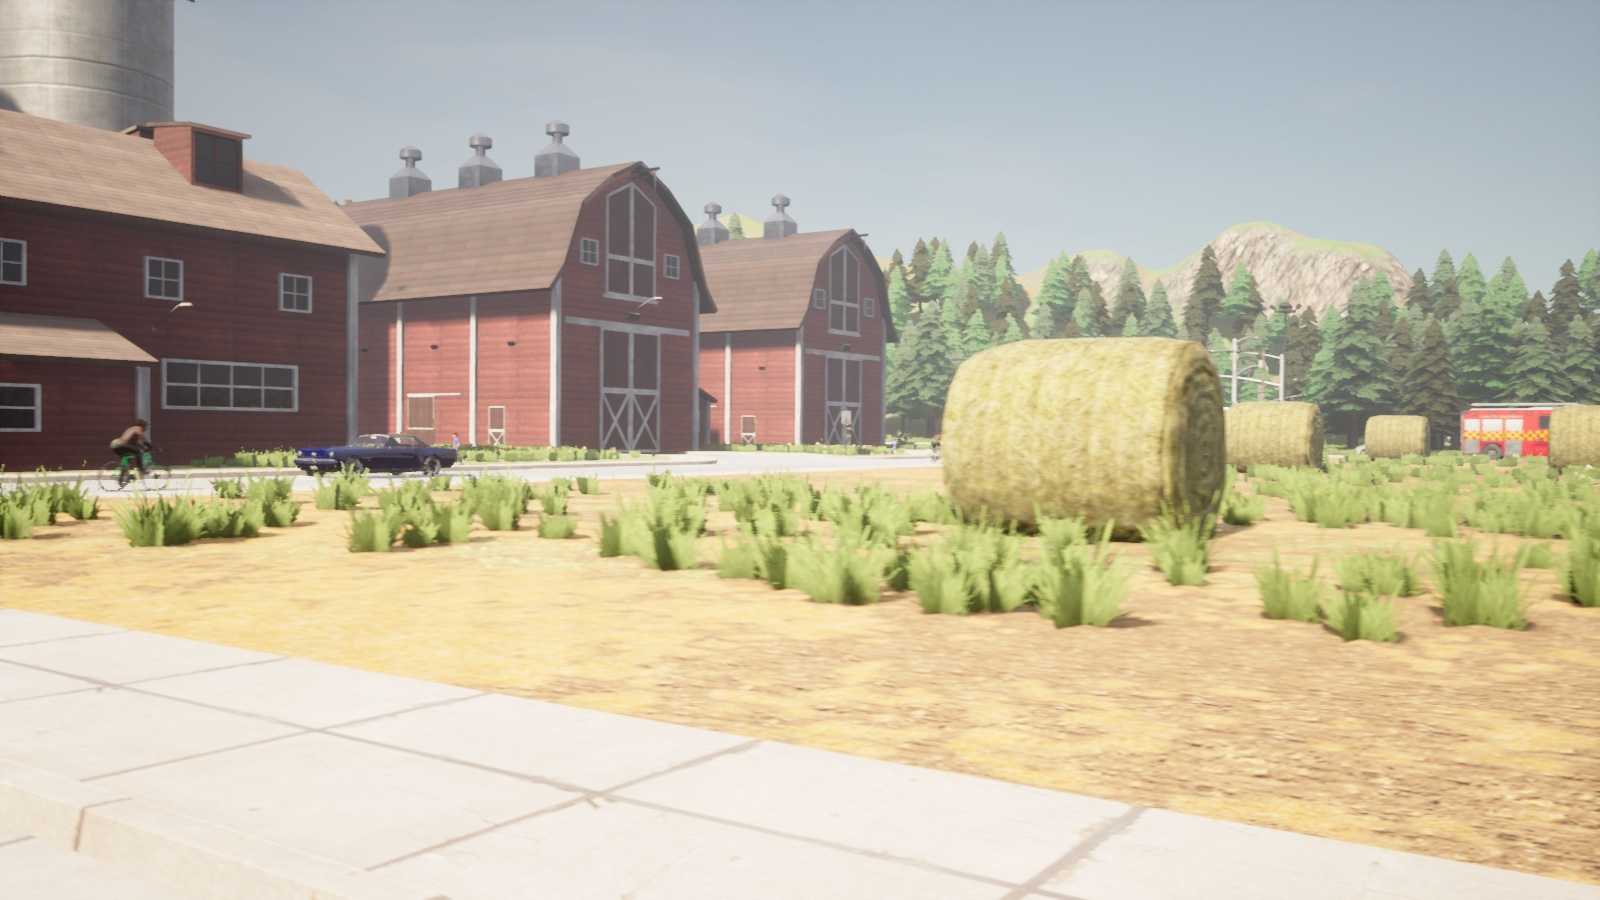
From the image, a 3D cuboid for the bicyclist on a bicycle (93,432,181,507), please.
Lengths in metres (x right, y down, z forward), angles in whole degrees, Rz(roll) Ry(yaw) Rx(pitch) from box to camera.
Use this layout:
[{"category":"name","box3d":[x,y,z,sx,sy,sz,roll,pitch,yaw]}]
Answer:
[{"category":"bicyclist on a bicycle","box3d":[-14.778,0.409,28.023,0.582,1.620,1.656,0,1,33]}]

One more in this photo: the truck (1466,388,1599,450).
[{"category":"truck","box3d":[47.522,-1.961,80.319,8.468,3.827,2.891,0,1,34]}]

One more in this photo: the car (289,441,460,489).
[{"category":"car","box3d":[-12.693,0.405,37.748,1.895,1.301,4.718,0,1,33]}]
